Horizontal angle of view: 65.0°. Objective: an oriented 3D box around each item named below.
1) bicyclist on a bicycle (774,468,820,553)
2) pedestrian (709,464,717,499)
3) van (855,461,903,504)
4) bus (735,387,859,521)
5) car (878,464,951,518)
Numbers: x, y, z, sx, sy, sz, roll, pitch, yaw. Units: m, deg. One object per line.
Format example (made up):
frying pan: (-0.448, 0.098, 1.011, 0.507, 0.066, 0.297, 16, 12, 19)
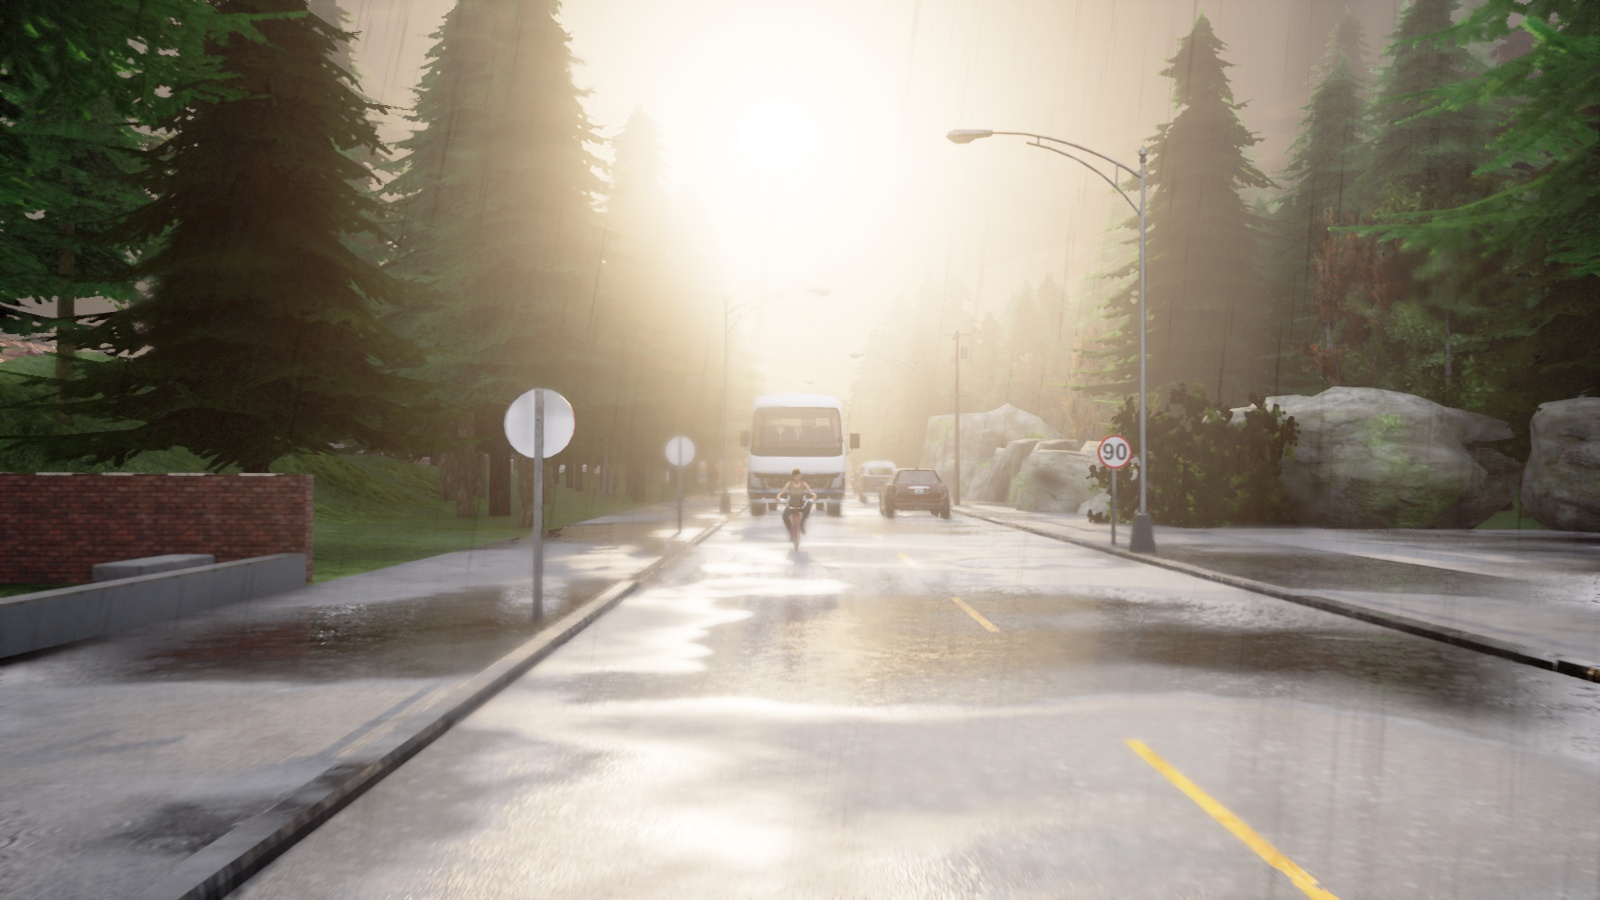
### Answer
bicyclist on a bicycle: (-0.057, 1.163, 24.611, 0.866, 1.612, 1.509, 0, -1, 0)
pedestrian: (-4.615, 1.658, 66.625, 0.431, 1.840, 0.703, 0, -1, -4)
van: (3.881, 1.562, 62.005, 2.069, 2.038, 4.480, 0, -1, 0)
bus: (-0.105, 0.197, 45.327, 3.944, 4.253, 10.273, 0, -1, 0)
car: (3.902, 1.387, 43.568, 2.097, 1.767, 4.553, 0, -1, 0)
